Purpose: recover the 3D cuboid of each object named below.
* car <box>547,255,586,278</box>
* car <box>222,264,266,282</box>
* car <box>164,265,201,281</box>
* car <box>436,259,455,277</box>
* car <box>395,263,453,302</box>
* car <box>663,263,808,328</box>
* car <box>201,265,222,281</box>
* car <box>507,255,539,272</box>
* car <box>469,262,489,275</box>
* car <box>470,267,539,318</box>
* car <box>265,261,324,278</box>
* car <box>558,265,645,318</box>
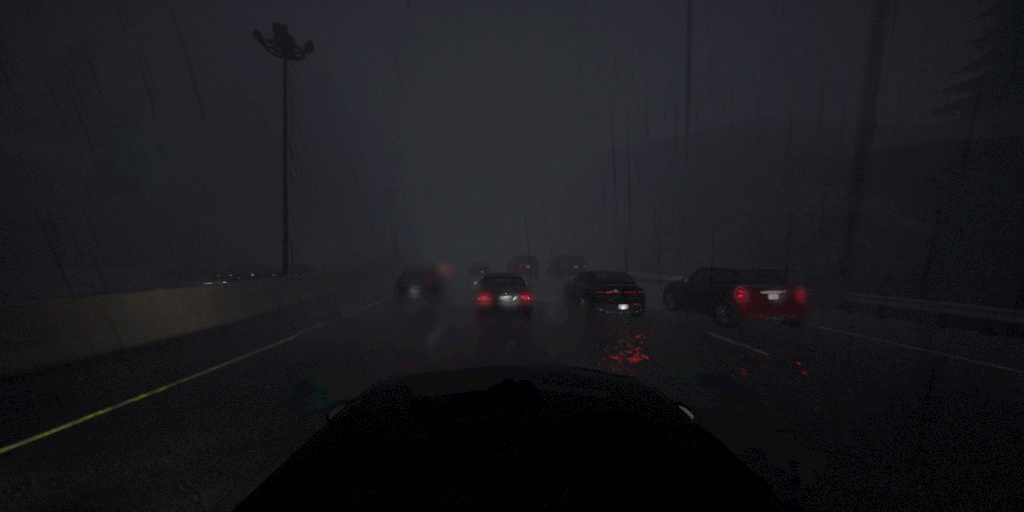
[{"bbox_3d":[4.684,0.961,30.989,2.150,2.045,5.566,0,0,-9],"label":"car"},{"bbox_3d":[-19.813,1.322,27.808,1.812,1.442,4.674,0,0,-9],"label":"car"},{"bbox_3d":[-27.471,1.414,31.134,1.895,1.301,4.718,0,0,-11],"label":"car"},{"bbox_3d":[-6.723,1.118,35.198,2.097,1.767,4.553,0,0,-10],"label":"car"},{"bbox_3d":[-4.211,1.251,17.159,2.128,1.511,4.902,0,0,-5],"label":"car"},{"bbox_3d":[6.714,1.087,11.446,2.097,1.767,4.553,0,0,-3],"label":"car"},{"bbox_3d":[-23.864,1.369,30.709,1.994,1.385,4.181,0,0,-10],"label":"car"},{"bbox_3d":[0.918,0.970,32.392,2.150,2.045,5.566,0,0,-9],"label":"car"},{"bbox_3d":[-3.159,1.284,35.255,1.812,1.442,4.674,0,0,-10],"label":"car"},{"bbox_3d":[-0.344,1.298,13.011,2.033,1.411,5.357,0,0,-4],"label":"car"},{"bbox_3d":[-16.150,1.313,26.963,1.812,1.442,4.674,0,0,-9],"label":"car"},{"bbox_3d":[3.126,1.248,12.960,1.837,1.490,4.892,0,0,-4],"label":"car"}]
